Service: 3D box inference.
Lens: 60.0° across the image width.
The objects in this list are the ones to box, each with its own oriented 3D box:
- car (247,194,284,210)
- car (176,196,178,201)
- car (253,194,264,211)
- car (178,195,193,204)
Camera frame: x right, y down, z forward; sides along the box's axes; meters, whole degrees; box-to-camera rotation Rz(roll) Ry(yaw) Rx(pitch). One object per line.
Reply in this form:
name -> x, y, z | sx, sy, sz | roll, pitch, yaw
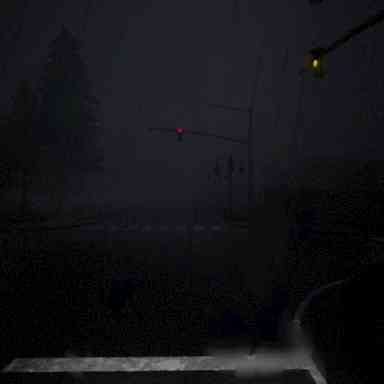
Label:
car -> 8.475, 1.127, 38.721 | 3.866, 1.878, 1.905 | 0, 0, -1
car -> -2.161, 1.292, 71.020 | 1.812, 1.442, 4.674 | 0, 0, -13
car -> 8.887, 1.127, 36.210 | 4.605, 1.855, 1.932 | 0, 0, -1
car -> -0.873, 1.488, 60.836 | 2.033, 1.411, 5.357 | 0, 0, -7
